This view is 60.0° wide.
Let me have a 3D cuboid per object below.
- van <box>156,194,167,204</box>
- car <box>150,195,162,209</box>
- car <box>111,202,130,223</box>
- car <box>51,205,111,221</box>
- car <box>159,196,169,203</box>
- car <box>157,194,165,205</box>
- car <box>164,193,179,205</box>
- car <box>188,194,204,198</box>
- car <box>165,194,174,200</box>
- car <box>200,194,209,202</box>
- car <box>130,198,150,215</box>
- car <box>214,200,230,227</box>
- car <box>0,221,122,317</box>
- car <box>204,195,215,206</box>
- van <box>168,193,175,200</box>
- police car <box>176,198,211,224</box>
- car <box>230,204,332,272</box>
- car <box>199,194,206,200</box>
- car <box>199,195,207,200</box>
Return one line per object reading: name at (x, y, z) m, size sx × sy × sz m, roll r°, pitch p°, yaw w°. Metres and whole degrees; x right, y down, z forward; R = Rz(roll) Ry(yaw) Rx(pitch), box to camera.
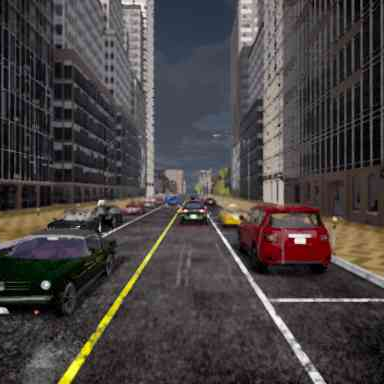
van at (-5.659, 1.228, 61.935) m, size 1.690 × 1.788 × 3.998 m, roll 0°, pitch 0°, yaw 0°
car at (-5.668, 1.474, 44.859) m, size 2.008 × 1.369 × 4.403 m, roll 0°, pitch 0°, yaw 0°
car at (-5.678, 1.533, 22.090) m, size 1.947 × 1.339 × 4.313 m, roll 0°, pitch 0°, yaw 0°
car at (-5.680, 1.527, 16.397) m, size 2.008 × 1.369 × 4.403 m, roll 0°, pitch 0°, yaw 0°
car at (-5.657, 1.456, 67.628) m, size 1.802 × 1.307 × 4.206 m, roll 0°, pitch 0°, yaw 0°
car at (-5.662, 1.444, 56.243) m, size 1.887 × 1.381 × 4.507 m, roll 0°, pitch 0°, yaw 0°
car at (-2.980, 1.383, 54.733) m, size 1.882 × 1.535 × 5.008 m, roll 0°, pitch 0°, yaw 0°
car at (0.124, 1.357, 42.262) m, size 2.033 × 1.649 × 4.856 m, roll 0°, pitch 0°, yaw 0°
car at (-5.649, 1.272, 84.703) m, size 1.967 × 1.590 × 4.097 m, roll 0°, pitch 0°, yaw 0°
car at (2.727, 1.301, 73.301) m, size 1.967 × 1.590 × 4.097 m, roll 0°, pitch 0°, yaw 0°
car at (-5.672, 1.528, 33.473) m, size 1.802 × 1.307 × 4.206 m, roll 0°, pitch 0°, yaw 0°
car at (2.703, 1.492, 22.243) m, size 1.752 × 1.417 × 4.829 m, roll 0°, pitch 0°, yaw 0°
car at (-3.097, 1.591, 7.537) m, size 1.895 × 1.301 × 4.718 m, roll 0°, pitch 0°, yaw 0°
car at (2.716, 1.478, 50.534) m, size 1.947 × 1.339 × 4.313 m, roll 0°, pitch 0°, yaw 0°
van at (-5.646, 1.159, 90.396) m, size 1.690 × 1.788 × 3.998 m, roll 0°, pitch 0°, yaw 0°
police car at (0.110, 1.469, 24.687) m, size 2.038 × 1.542 × 4.974 m, roll 0°, pitch 0°, yaw 0°
car at (2.699, 1.300, 10.689) m, size 2.192 × 1.841 × 5.009 m, roll 0°, pitch 0°, yaw 0°
car at (2.734, 1.343, 90.548) m, size 1.752 × 1.417 × 4.829 m, roll 0°, pitch 0°, yaw 0°
car at (2.731, 1.414, 84.686) m, size 1.802 × 1.307 × 4.206 m, roll 0°, pitch 0°, yaw 0°
